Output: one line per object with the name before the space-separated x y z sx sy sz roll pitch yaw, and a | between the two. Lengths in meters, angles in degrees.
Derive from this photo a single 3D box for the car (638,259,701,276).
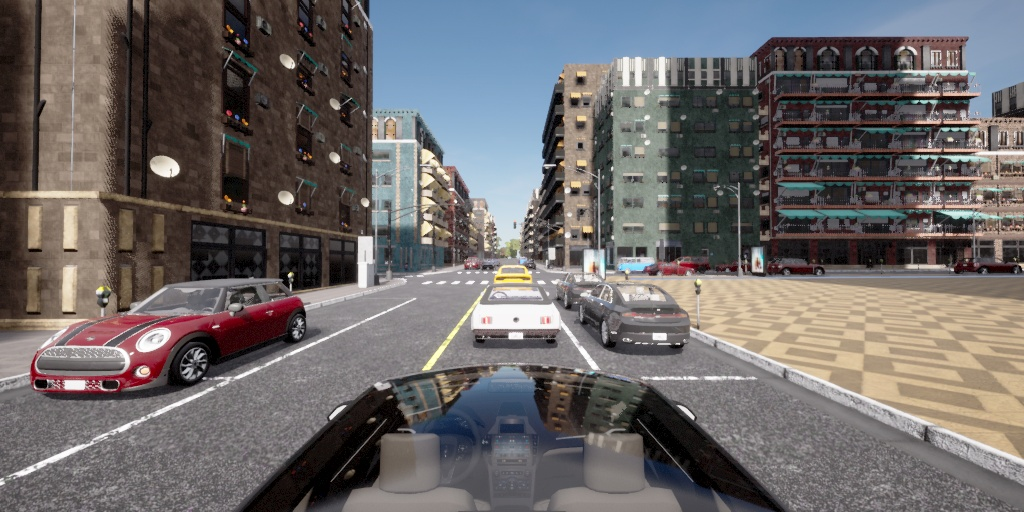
car | 13.644 1.163 31.240 4.207 1.307 1.802 0 0 0

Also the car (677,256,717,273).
car | 19.215 0.977 39.593 5.009 1.841 2.192 0 0 0

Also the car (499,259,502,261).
car | -3.199 1.321 64.177 2.033 1.411 5.357 0 0 0

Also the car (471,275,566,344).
car | 0.082 1.353 9.603 1.895 1.301 4.718 0 0 0

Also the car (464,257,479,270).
car | -5.800 1.083 52.804 2.192 1.841 5.009 0 0 0

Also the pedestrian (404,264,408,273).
pedestrian | -12.618 1.097 42.714 0.375 1.860 0.375 0 0 0

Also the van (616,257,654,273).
van | 13.688 1.046 39.620 3.998 1.789 1.690 0 0 0

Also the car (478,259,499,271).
car | -3.222 1.368 50.474 1.895 1.301 4.718 0 0 1

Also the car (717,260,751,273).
car | 24.743 1.165 39.565 4.507 1.381 1.888 0 0 0

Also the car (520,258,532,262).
car | 2.580 1.334 52.782 1.948 1.339 4.313 0 0 0

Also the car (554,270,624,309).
car | 2.793 1.304 14.590 2.007 1.370 4.403 0 0 0

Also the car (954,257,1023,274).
car | 41.281 0.811 31.102 4.097 1.591 1.967 0 0 0

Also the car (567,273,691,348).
car | 2.805 1.303 9.020 2.007 1.370 4.403 0 0 0

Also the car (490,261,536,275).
car | 0.055 1.233 19.056 1.882 1.535 5.008 0 0 0

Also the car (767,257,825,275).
car | 24.699 0.935 31.185 4.097 1.591 1.967 0 0 0

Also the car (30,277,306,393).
car | -5.830 1.191 6.765 1.967 1.591 4.097 0 0 0
